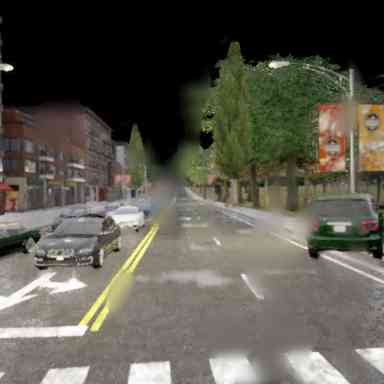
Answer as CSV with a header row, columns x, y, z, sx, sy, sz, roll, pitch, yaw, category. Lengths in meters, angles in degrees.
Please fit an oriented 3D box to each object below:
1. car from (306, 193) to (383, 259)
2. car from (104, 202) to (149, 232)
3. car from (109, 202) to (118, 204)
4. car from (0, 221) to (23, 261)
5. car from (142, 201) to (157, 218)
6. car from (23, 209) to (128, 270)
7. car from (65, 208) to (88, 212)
x,y,z,sx,sy,sz,roll,pitch,yaw,category
5.591,1.056,11.928,2.150,2.045,5.566,-3,1,30,car
-4.009,1.620,20.944,1.812,1.442,4.674,-1,0,-2,car
-7.706,1.723,33.576,1.812,1.442,4.674,-1,0,-2,car
-6.893,1.701,11.128,1.895,1.301,4.718,-1,0,-2,car
-4.407,1.625,31.872,1.882,1.535,5.008,-1,0,-2,car
-3.646,1.564,11.463,1.837,1.490,4.892,-1,0,-1,car
-7.264,1.700,21.107,1.994,1.385,4.181,-1,0,-2,car
